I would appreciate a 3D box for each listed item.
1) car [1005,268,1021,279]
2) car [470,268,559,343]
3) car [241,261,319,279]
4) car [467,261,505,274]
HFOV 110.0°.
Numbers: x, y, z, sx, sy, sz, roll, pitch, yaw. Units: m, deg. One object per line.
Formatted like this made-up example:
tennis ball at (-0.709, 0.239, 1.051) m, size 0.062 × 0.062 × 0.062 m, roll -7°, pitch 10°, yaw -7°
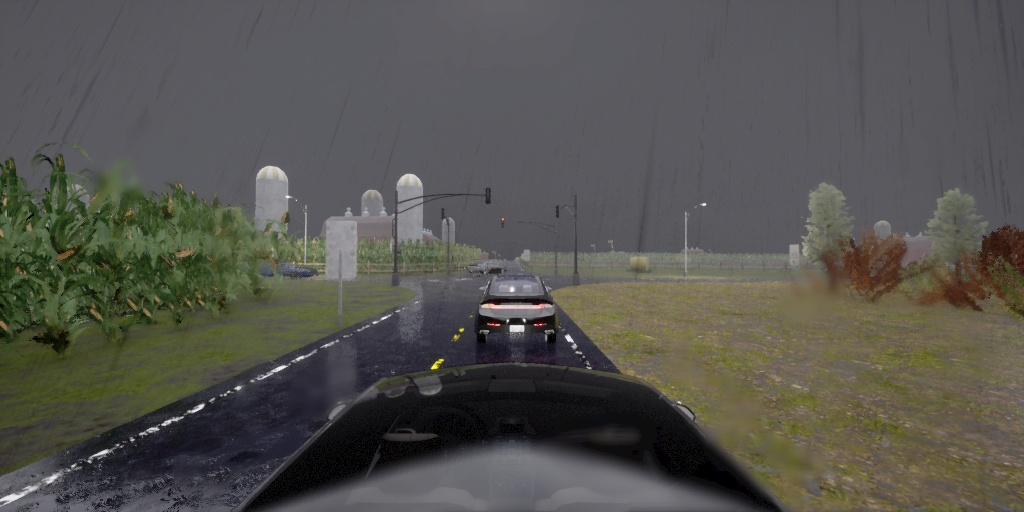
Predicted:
car at (48.671, 1.720, 33.477) m, size 4.674 × 1.442 × 1.812 m, roll 1°, pitch -1°, yaw -5°
car at (0.102, 1.245, 9.632) m, size 2.128 × 1.511 × 4.902 m, roll 0°, pitch 0°, yaw 0°
car at (-18.655, 1.127, 28.902) m, size 5.357 × 1.411 × 2.033 m, roll 1°, pitch -1°, yaw -5°
car at (-2.492, 1.254, 36.324) m, size 2.128 × 1.511 × 4.902 m, roll 0°, pitch 0°, yaw 34°
